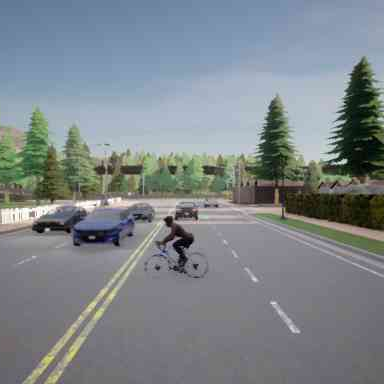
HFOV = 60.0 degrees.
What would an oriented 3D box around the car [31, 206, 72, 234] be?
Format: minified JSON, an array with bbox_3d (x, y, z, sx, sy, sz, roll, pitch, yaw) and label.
[{"bbox_3d":[-7.404,1.547,19.654,2.033,1.411,5.357,0,0,0],"label":"car"}]

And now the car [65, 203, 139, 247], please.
[{"bbox_3d":[-3.851,1.477,15.195,1.882,1.535,5.008,0,0,-1],"label":"car"}]

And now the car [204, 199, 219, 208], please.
[{"bbox_3d":[2.699,1.601,47.713,1.895,1.301,4.718,0,0,-1],"label":"car"}]

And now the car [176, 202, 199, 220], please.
[{"bbox_3d":[-0.396,1.526,27.928,1.812,1.442,4.674,0,0,0],"label":"car"}]

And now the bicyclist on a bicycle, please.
[{"bbox_3d":[-0.413,1.455,8.541,1.656,1.620,0.582,-2,0,-1],"label":"bicyclist on a bicycle"}]

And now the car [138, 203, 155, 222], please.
[{"bbox_3d":[-3.971,1.564,25.715,1.994,1.385,4.181,0,0,-1],"label":"car"}]
